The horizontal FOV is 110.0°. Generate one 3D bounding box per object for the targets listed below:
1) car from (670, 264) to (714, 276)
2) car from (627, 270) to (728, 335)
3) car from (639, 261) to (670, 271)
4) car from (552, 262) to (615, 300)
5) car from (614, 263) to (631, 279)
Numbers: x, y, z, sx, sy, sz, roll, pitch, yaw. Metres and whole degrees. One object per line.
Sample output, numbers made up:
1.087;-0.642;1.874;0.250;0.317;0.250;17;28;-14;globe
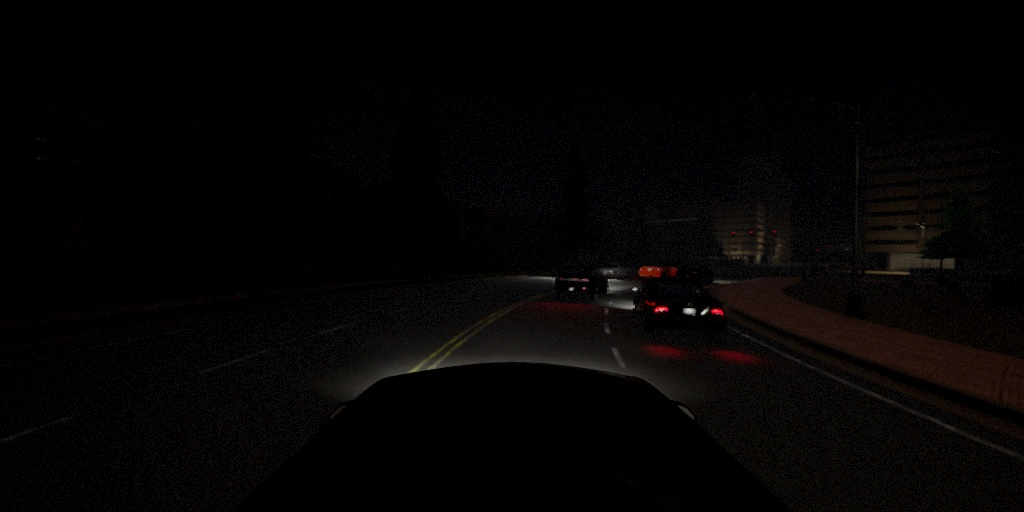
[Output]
14.426;1.385;28.233;1.882;1.535;5.008;1;0;41;car
4.798;1.349;10.863;2.033;1.411;5.357;1;0;15;car
13.351;1.234;32.521;2.097;1.767;4.553;1;0;44;car
3.576;1.258;17.914;2.128;1.511;4.902;1;0;24;car
9.599;1.347;33.619;1.812;1.442;4.674;1;0;43;car
